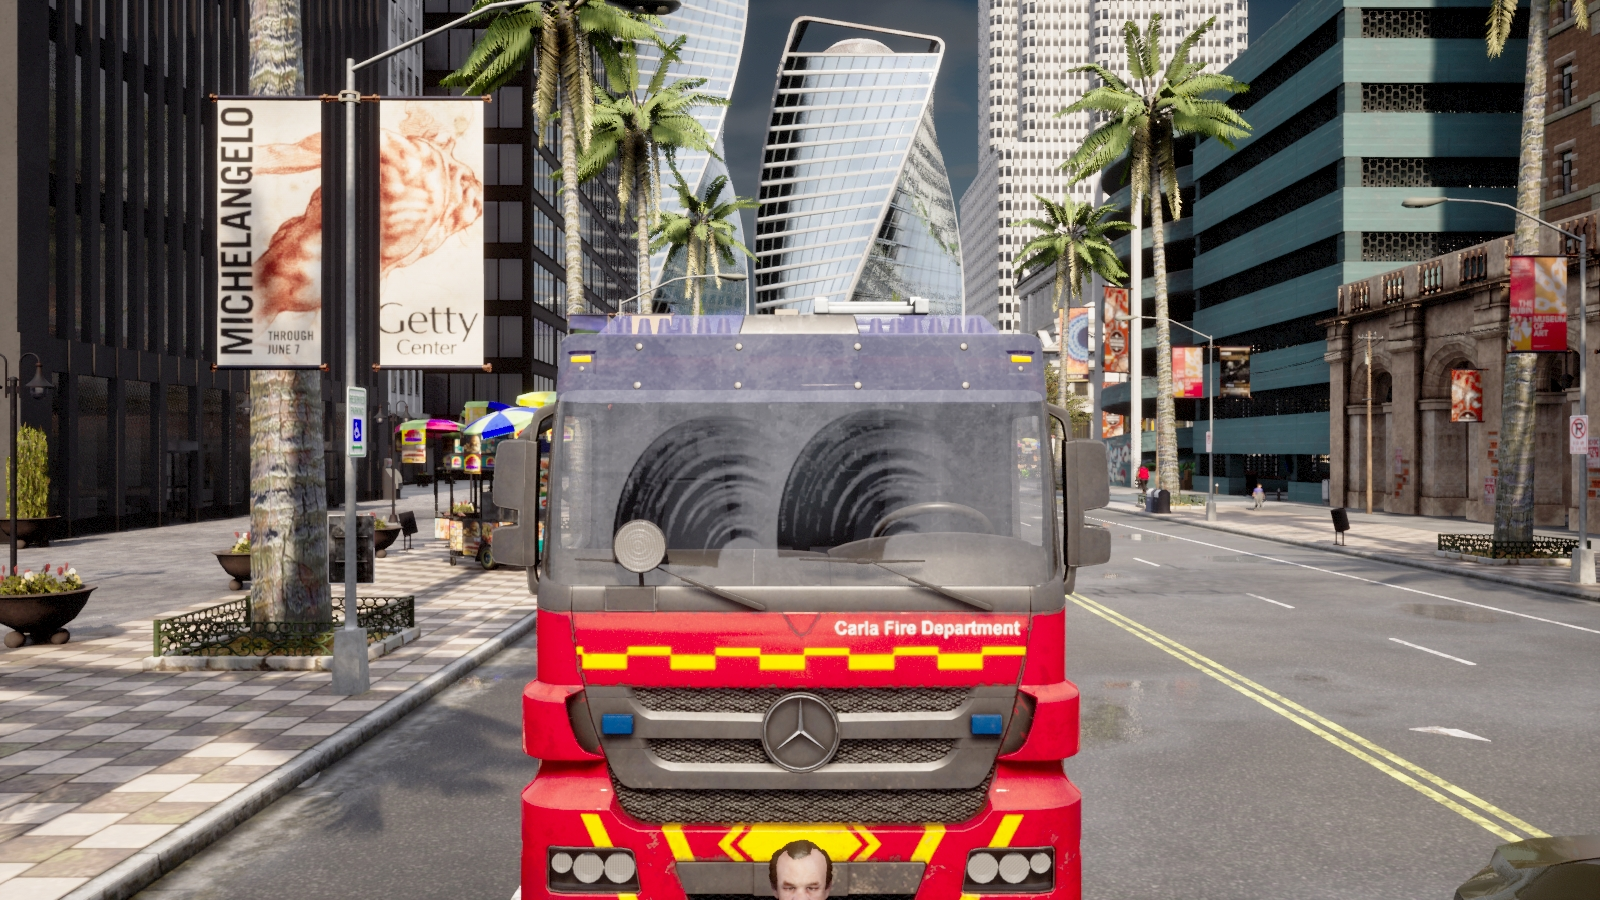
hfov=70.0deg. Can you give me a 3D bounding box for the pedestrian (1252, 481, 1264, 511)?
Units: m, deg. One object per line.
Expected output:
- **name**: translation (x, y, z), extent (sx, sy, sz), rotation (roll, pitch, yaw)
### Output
- **pedestrian**: translation (19.824, 1.976, 49.421), extent (0.375, 1.300, 0.375), rotation (0, 0, 2)

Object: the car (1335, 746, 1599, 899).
- **car**: translation (3.504, 2.061, 2.660), extent (2.231, 1.480, 4.892), rotation (0, 0, 0)

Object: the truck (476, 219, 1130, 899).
- **truck**: translation (0.019, 0.890, 9.289), extent (2.891, 3.827, 8.468), rotation (0, 0, 0)

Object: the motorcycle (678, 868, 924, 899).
- **motorcycle**: translation (0.003, 2.182, 3.373), extent (0.856, 1.236, 1.805), rotation (0, 0, 0)

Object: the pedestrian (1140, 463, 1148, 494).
- **pedestrian**: translation (20.523, 1.698, 68.127), extent (0.375, 1.860, 0.375), rotation (0, 0, 0)
